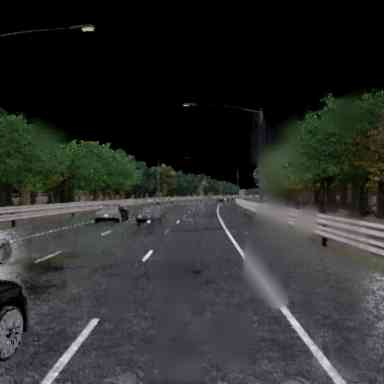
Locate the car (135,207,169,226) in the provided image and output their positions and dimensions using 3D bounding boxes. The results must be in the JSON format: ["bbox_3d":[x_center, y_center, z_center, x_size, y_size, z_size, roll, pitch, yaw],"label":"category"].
[{"bbox_3d":[-2.846,1.745,24.886,1.895,1.301,4.718,0,0,2],"label":"car"}]

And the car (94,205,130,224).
[{"bbox_3d":[-6.268,1.716,26.601,1.994,1.385,4.181,0,0,2],"label":"car"}]

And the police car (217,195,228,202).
[{"bbox_3d":[8.211,2.088,93.325,1.930,1.638,5.238,0,-1,9],"label":"police car"}]

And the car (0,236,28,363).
[{"bbox_3d":[-3.365,1.507,3.030,2.128,1.511,4.902,0,0,0],"label":"car"}]
